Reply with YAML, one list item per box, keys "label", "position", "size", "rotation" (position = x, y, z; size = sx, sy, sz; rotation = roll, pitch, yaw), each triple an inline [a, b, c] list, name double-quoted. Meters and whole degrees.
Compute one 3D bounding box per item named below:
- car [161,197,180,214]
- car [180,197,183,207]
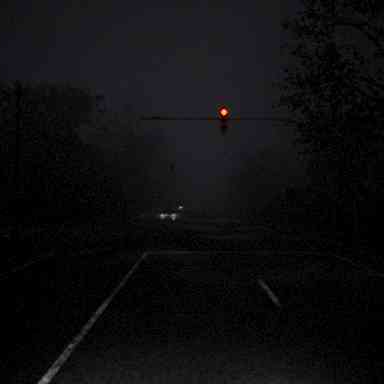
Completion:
- label: "car"
  position: [-3.460, 2.147, 50.268]
  size: [2.150, 2.045, 5.566]
  rotation: [0, 0, 0]
- label: "car"
  position: [-3.244, 2.148, 73.063]
  size: [2.150, 2.045, 5.566]
  rotation: [0, 0, 1]
